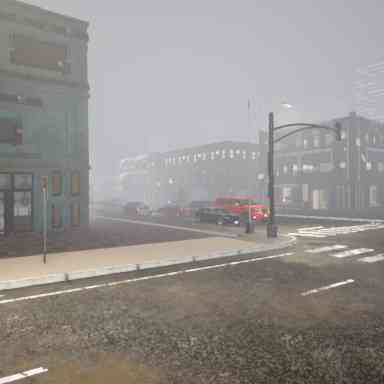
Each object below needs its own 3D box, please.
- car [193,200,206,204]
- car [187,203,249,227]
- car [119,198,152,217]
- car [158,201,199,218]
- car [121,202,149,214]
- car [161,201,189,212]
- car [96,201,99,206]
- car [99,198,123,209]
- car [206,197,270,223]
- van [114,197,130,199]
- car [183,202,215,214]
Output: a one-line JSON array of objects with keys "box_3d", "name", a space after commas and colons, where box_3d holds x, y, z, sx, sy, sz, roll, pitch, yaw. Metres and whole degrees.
[{"box_3d": [0.755, 1.658, 37.188, 2.097, 1.767, 4.553, -1, 0, -35], "name": "car"}, {"box_3d": [1.878, 1.814, 25.404, 1.947, 1.339, 4.313, -1, 0, -35], "name": "car"}, {"box_3d": [-6.060, 1.846, 36.788, 1.967, 1.590, 4.097, -1, 0, -35], "name": "car"}, {"box_3d": [-1.718, 1.937, 35.168, 1.895, 1.301, 4.718, -1, 0, -35], "name": "car"}, {"box_3d": [-7.432, 2.011, 43.235, 1.994, 1.385, 4.181, -1, 0, -35], "name": "car"}, {"box_3d": [-2.429, 1.965, 46.155, 1.802, 1.307, 4.206, -2, 0, -35], "name": "car"}, {"box_3d": [-18.453, 2.227, 68.720, 1.887, 1.381, 4.507, -1, 0, -35], "name": "car"}, {"box_3d": [-14.075, 2.191, 58.097, 1.895, 1.301, 4.718, -1, 0, -35], "name": "car"}, {"box_3d": [3.933, 1.445, 27.199, 2.150, 2.045, 5.566, -1, 0, -35], "name": "car"}, {"box_3d": [-12.049, 1.906, 59.694, 1.690, 1.788, 3.998, -1, 0, -35], "name": "van"}, {"box_3d": [0.775, 1.903, 41.643, 1.802, 1.307, 4.206, -2, 0, -35], "name": "car"}]
